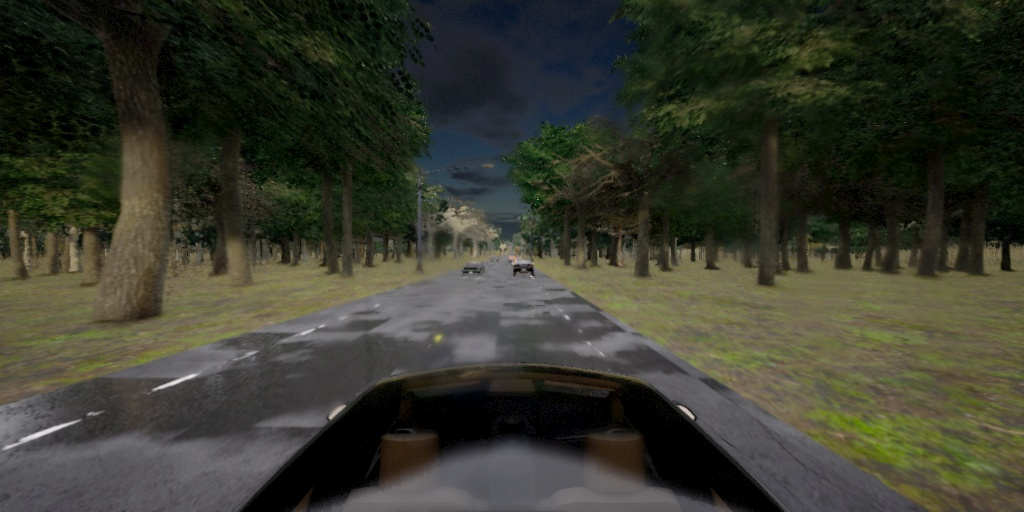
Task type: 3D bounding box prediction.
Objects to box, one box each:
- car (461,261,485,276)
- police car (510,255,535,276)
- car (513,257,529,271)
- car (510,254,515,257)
[{"bbox_3d":[-3.584,1.143,33.533,1.895,1.301,4.718,0,0,0],"label":"car"},{"bbox_3d":[1.041,0.968,33.478,1.930,1.638,5.238,0,0,0],"label":"police car"},{"bbox_3d":[1.038,0.944,43.371,1.882,1.535,5.008,0,0,0],"label":"car"},{"bbox_3d":[1.036,0.869,49.560,1.801,1.575,5.366,0,1,0],"label":"car"}]
